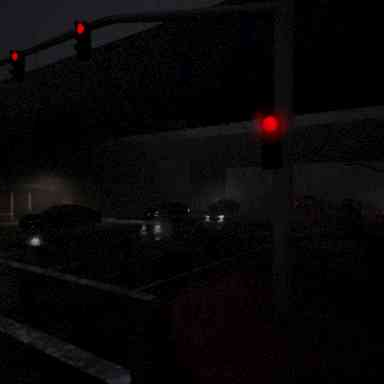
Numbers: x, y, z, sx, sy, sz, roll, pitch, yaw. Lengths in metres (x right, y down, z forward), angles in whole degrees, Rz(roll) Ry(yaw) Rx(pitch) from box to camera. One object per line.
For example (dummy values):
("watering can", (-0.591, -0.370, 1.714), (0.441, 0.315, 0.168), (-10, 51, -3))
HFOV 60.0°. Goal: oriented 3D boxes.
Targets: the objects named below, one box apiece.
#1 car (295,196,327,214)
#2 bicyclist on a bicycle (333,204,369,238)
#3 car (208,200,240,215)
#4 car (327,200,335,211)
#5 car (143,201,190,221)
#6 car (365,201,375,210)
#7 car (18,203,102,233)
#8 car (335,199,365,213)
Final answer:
("car", (13.754, 1.432, 38.903), (2.150, 2.045, 5.566), (0, 0, 34))
("bicyclist on a bicycle", (7.776, 1.409, 16.306), (1.656, 1.620, 0.582), (0, 0, 34))
("car", (3.620, 1.607, 36.799), (1.882, 1.535, 5.008), (0, 0, 34))
("car", (19.014, 1.835, 46.628), (1.994, 1.385, 4.181), (0, 0, 33))
("car", (-2.092, 1.569, 28.430), (1.837, 1.490, 4.892), (0, 0, 34))
("car", (25.180, 1.924, 48.704), (1.895, 1.301, 4.718), (0, 0, 42))
("car", (-7.790, 1.477, 20.071), (1.882, 1.535, 5.008), (0, 0, 34))
("car", (19.737, 1.615, 41.469), (2.097, 1.767, 4.553), (0, 0, 34))
